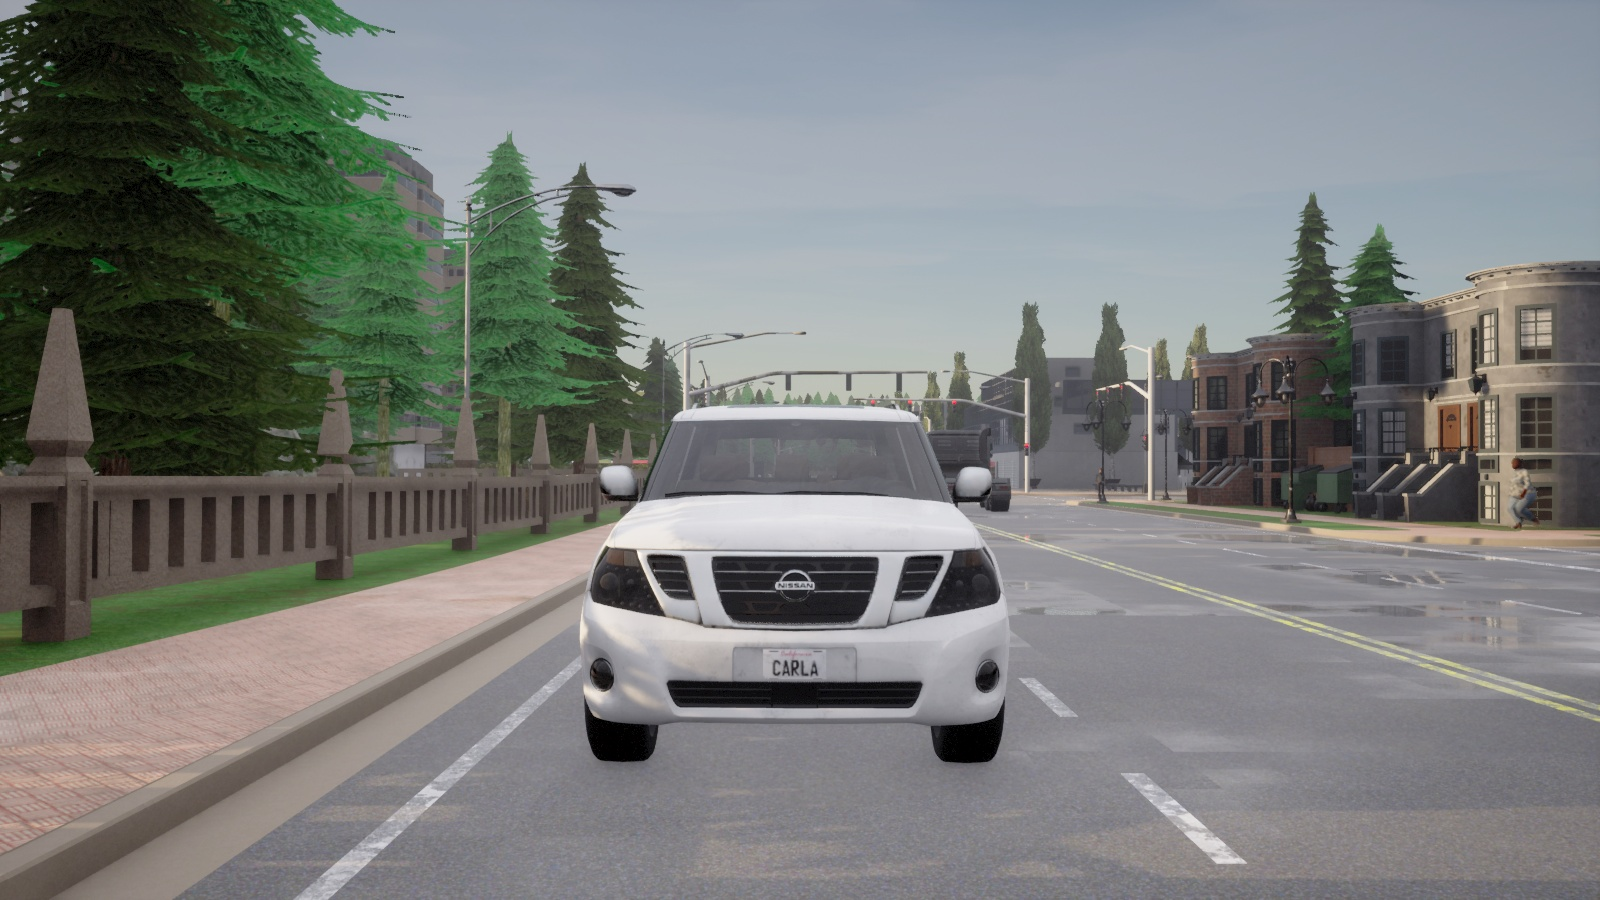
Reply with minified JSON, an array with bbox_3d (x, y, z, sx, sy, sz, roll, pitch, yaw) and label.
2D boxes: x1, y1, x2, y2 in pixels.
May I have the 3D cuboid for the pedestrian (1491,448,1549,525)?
[{"bbox_3d":[17.626,0.885,30.756,0.900,1.855,0.874,0,-1,-1],"label":"pedestrian"}]

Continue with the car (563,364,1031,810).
[{"bbox_3d":[-0.025,0.677,8.577,2.150,2.045,5.566,0,-1,0],"label":"car"}]

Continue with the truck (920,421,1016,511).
[{"bbox_3d":[6.852,0.681,52.272,2.891,3.462,7.936,0,-1,0],"label":"truck"}]
